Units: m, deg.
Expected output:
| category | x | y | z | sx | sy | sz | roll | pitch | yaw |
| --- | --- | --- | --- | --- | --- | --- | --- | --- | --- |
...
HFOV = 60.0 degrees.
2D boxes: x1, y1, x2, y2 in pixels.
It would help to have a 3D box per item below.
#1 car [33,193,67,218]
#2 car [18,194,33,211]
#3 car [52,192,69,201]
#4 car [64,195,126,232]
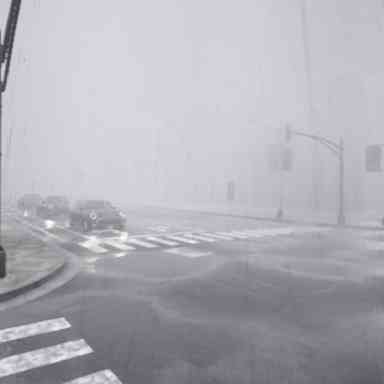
| category | x | y | z | sx | sy | sz | roll | pitch | yaw |
| --- | --- | --- | --- | --- | --- | --- | --- | --- | --- |
| car | -11.112 | 1.115 | 27.026 | 2.097 | 1.767 | 4.553 | 1 | 0 | -36 |
| car | -16.953 | 0.990 | 35.172 | 2.097 | 1.767 | 4.553 | 1 | 0 | -35 |
| car | -25.162 | 0.851 | 63.671 | 1.882 | 1.535 | 5.008 | 1 | 0 | -36 |
| car | -5.547 | 1.230 | 19.247 | 2.097 | 1.767 | 4.553 | 1 | 0 | -35 |
